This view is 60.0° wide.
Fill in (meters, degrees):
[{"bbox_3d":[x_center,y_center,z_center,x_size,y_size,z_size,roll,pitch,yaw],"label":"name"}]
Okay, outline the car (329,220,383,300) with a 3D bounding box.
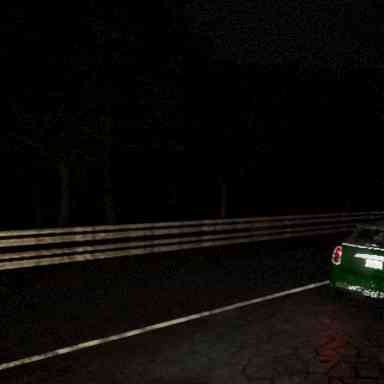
[{"bbox_3d":[5.199,1.411,7.580,4.553,1.767,2.097,1,0,-36],"label":"car"}]
